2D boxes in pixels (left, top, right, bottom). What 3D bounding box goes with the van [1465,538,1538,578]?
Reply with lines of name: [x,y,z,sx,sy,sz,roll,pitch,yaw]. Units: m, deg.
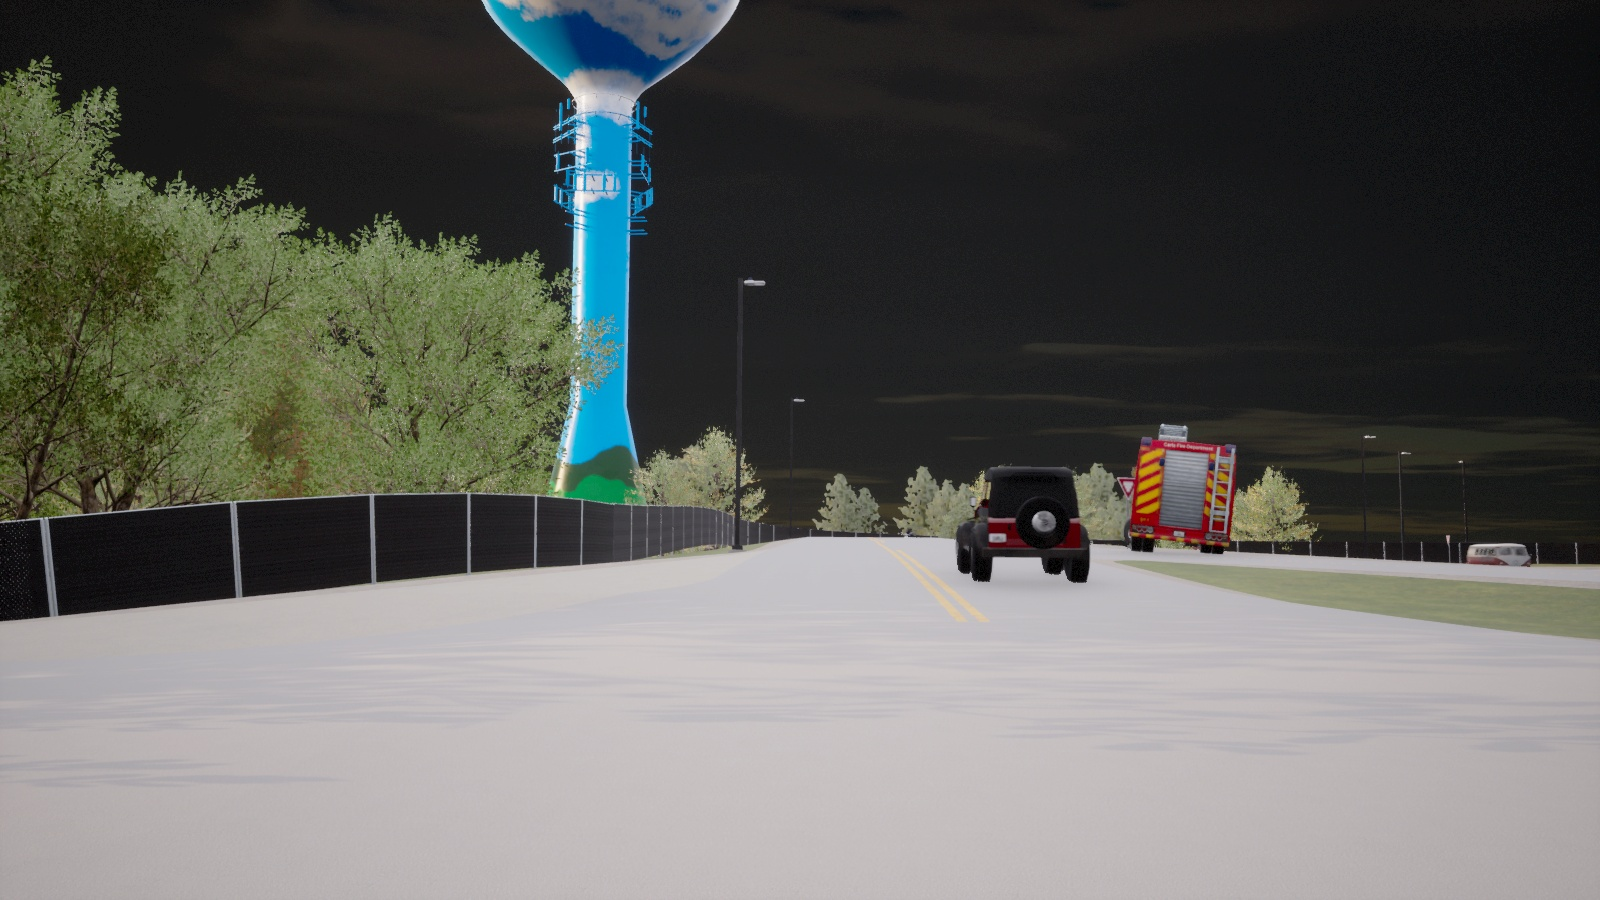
van: [36.114,5.537,64.773,1.775,1.987,4.442,-1,-4,8]

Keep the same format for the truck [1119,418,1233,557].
truck: [12.231,1.365,41.102,2.891,3.827,8.468,5,-2,16]

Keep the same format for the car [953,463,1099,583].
car: [3.800,1.229,21.761,1.905,1.878,3.866,0,-2,2]
